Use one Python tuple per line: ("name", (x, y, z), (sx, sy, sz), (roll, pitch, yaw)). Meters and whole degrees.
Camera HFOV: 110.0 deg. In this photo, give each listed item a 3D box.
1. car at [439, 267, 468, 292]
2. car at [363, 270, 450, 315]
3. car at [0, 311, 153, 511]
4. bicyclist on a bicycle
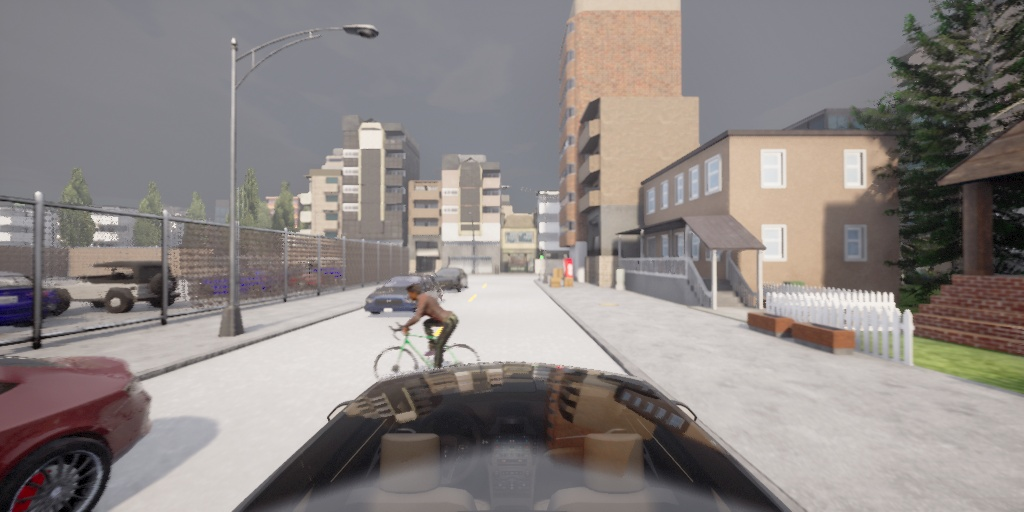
("car", (-4.039, 1.477, 23.526), (1.882, 1.535, 5.008), (0, -1, 0))
("car", (-4.112, 1.445, 14.566), (2.033, 1.411, 5.357), (0, -1, 0))
("car", (-4.084, 1.271, 1.247), (1.812, 1.442, 4.674), (0, -1, 0))
("bicyclist on a bicycle", (-1.316, 1.244, 5.508), (1.656, 1.620, 0.582), (-2, -1, -1))
